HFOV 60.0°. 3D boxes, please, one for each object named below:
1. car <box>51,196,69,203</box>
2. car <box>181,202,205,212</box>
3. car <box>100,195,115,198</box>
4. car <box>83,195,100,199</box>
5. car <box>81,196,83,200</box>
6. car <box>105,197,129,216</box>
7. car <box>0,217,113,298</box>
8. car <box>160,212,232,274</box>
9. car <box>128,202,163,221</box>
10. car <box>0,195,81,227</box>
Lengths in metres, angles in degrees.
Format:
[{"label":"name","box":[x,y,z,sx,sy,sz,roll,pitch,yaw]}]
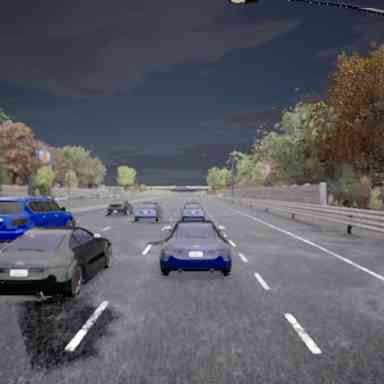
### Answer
[{"label":"car","box":[-28.010,1.560,70.748,1.895,1.301,4.718,0,0,0]},{"label":"car","box":[0.097,1.544,26.766,2.033,1.411,5.357,0,0,0]},{"label":"car","box":[-17.510,1.427,71.392,2.033,1.411,5.357,0,0,0]},{"label":"car","box":[-21.010,1.426,71.391,2.033,1.411,5.357,0,0,0]},{"label":"car","box":[-24.510,1.466,70.779,1.837,1.490,4.892,0,0,0]},{"label":"car","box":[-6.904,1.503,32.388,1.837,1.490,4.892,0,0,0]},{"label":"car","box":[-3.400,1.560,8.541,1.994,1.385,4.181,0,0,0]},{"label":"car","box":[0.099,1.559,10.524,1.994,1.385,4.181,0,0,0]},{"label":"car","box":[-3.401,1.543,26.757,2.033,1.411,5.357,0,0,0]},{"label":"car","box":[-6.901,1.216,14.249,2.150,2.045,5.566,0,0,0]}]
